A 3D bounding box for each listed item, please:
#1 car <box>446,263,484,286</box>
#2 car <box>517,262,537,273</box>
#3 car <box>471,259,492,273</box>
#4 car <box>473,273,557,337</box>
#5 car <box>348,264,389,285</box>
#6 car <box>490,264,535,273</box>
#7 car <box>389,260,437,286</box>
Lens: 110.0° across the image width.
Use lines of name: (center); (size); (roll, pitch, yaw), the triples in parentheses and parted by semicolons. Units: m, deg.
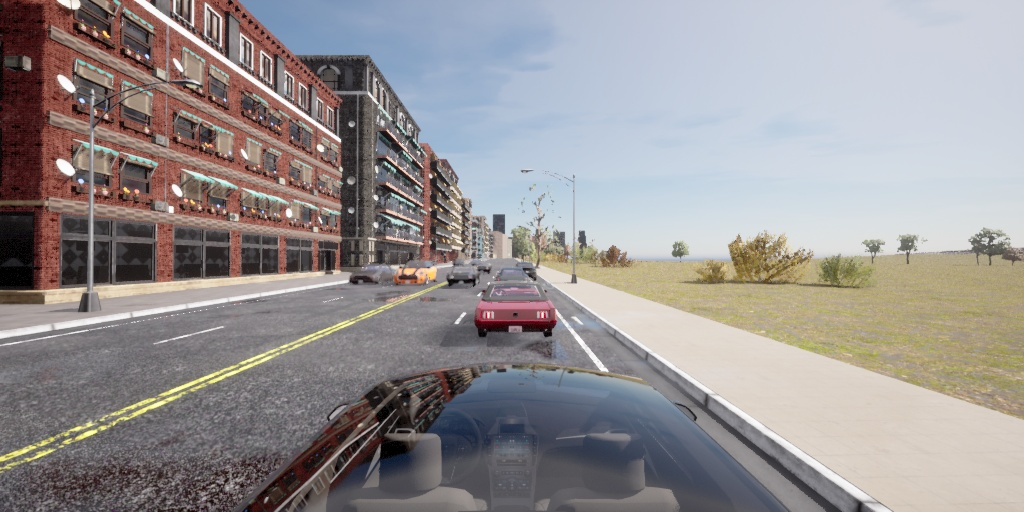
car: (-3.222, 1.354, 24.889); (1.895, 1.301, 4.718); (0, 0, 0)
car: (1.049, 1.259, 30.270); (1.837, 1.490, 4.892); (0, 0, 0)
car: (-3.273, 1.354, 41.456); (1.895, 1.301, 4.718); (0, 0, 0)
car: (0.074, 1.352, 10.246); (1.895, 1.301, 4.718); (0, 0, 0)
car: (-9.926, 1.301, 26.174); (2.033, 1.411, 5.357); (0, 0, 0)
car: (0.034, 1.317, 20.277); (1.994, 1.385, 4.181); (0, 0, 0)
car: (-6.674, 1.105, 25.176); (2.097, 1.767, 4.553); (0, 0, 0)
